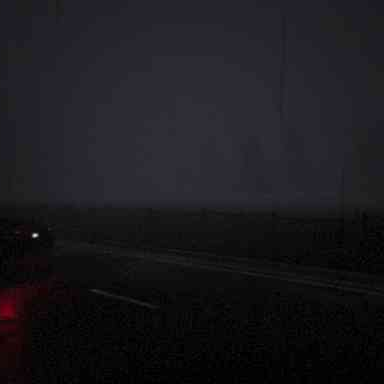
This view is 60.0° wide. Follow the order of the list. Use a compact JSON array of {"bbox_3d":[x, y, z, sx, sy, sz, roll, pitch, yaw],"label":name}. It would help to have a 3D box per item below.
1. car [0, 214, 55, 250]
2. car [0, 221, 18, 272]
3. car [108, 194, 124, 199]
[{"bbox_3d":[-7.529,1.603,13.664,4.181,1.385,1.994,0,0,36],"label":"car"},{"bbox_3d":[-6.783,1.555,8.833,4.674,1.442,1.812,0,0,36],"label":"car"},{"bbox_3d":[-20.283,1.394,89.144,4.605,1.855,1.932,0,0,35],"label":"car"}]
